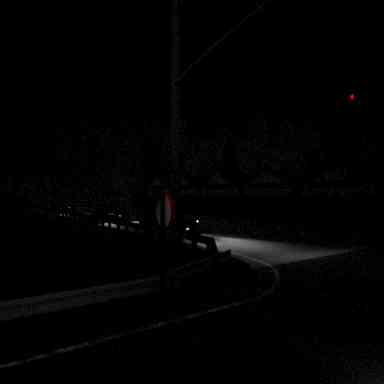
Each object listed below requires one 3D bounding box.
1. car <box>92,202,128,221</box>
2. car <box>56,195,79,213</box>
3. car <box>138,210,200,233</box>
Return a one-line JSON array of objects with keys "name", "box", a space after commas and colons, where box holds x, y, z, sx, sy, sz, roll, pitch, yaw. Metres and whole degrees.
[{"name": "car", "box": [-7.239, 1.696, 28.931, 1.837, 1.490, 4.892, 0, 0, -35]}, {"name": "car", "box": [-15.308, 1.409, 40.600, 2.150, 2.045, 5.566, 0, 0, -27]}, {"name": "car", "box": [-1.511, 1.792, 20.772, 1.895, 1.301, 4.718, 0, 0, -35]}]
